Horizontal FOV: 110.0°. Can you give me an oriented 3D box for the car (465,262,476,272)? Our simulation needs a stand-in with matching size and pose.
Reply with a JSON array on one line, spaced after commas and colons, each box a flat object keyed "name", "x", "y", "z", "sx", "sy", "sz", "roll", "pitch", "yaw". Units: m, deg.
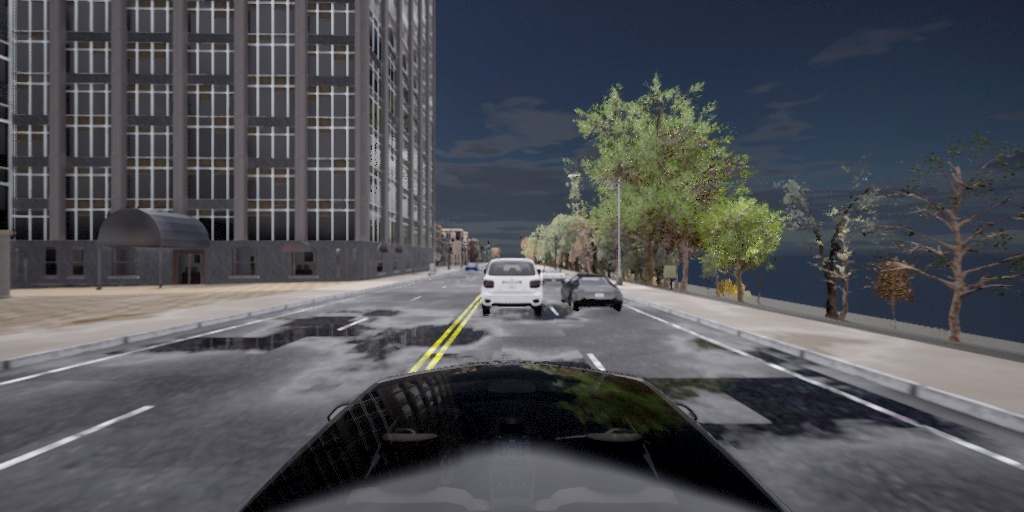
[{"name": "car", "x": -6.547, "y": 1.788, "z": 58.626, "sx": 1.882, "sy": 1.535, "sz": 5.008, "roll": 0, "pitch": -1, "yaw": 1}]

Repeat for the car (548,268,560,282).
[{"name": "car", "x": 3.261, "y": 1.630, "z": 30.097, "sx": 1.895, "sy": 1.301, "sz": 4.718, "roll": 0, "pitch": -1, "yaw": 0}]

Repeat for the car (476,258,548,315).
[{"name": "car", "x": 0.009, "y": 1.100, "z": 14.405, "sx": 2.150, "sy": 2.045, "sz": 5.566, "roll": 0, "pitch": 0, "yaw": 0}]

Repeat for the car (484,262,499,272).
[{"name": "car", "x": -3.290, "y": 1.811, "z": 59.369, "sx": 2.128, "sy": 1.511, "sz": 4.902, "roll": 0, "pitch": -1, "yaw": 1}]

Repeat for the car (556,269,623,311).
[{"name": "car", "x": 3.273, "y": 1.449, "z": 15.376, "sx": 1.994, "sy": 1.385, "sz": 4.181, "roll": 0, "pitch": 0, "yaw": 0}]
